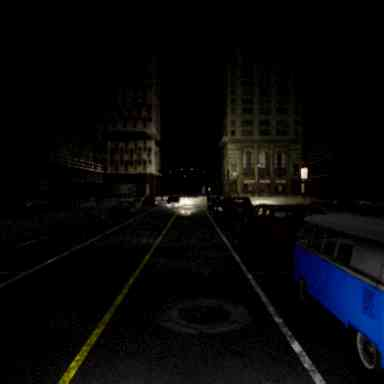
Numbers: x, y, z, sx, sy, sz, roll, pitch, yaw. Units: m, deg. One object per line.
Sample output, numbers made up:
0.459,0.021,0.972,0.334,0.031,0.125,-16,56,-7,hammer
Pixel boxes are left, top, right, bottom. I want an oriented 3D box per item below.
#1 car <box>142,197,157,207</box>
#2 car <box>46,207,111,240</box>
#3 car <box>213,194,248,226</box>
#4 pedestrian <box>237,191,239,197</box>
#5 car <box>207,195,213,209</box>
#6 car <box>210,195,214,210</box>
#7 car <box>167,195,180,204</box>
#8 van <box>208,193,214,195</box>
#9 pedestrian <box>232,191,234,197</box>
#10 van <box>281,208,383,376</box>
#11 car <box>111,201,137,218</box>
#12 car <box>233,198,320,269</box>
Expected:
-5.672,1.324,44.795,1.947,1.339,4.313,0,0,0,car
-5.673,1.464,16.549,1.887,1.381,4.507,0,0,0,car
2.851,1.205,22.199,2.192,1.841,5.009,0,0,0,car
8.135,0.753,58.831,0.375,1.860,0.375,0,1,0,pedestrian
2.853,1.375,39.147,1.802,1.307,4.206,0,0,0,car
2.852,1.299,27.848,1.967,1.590,4.097,0,0,0,car
-3.035,1.259,54.688,1.994,1.385,4.181,0,0,1,car
2.852,1.099,44.794,1.690,1.788,3.998,0,0,0,van
7.135,0.794,58.232,0.375,1.860,0.375,0,1,0,pedestrian
2.850,1.316,5.253,1.690,1.788,3.998,0,0,0,van
-5.673,1.441,27.847,1.802,1.307,4.206,0,0,0,car
2.850,1.263,10.901,2.192,1.841,5.009,0,0,0,car
